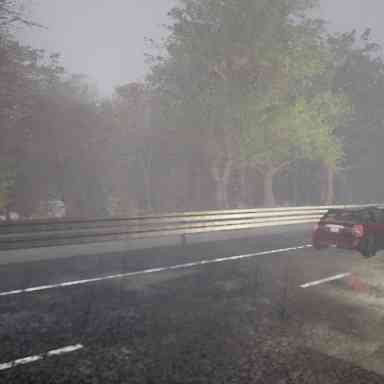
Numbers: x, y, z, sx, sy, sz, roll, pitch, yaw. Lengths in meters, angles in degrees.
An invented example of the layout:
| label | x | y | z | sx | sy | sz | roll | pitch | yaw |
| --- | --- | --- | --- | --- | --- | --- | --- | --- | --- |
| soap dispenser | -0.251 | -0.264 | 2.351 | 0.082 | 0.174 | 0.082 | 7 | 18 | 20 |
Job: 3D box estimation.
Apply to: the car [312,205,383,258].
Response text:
| label | x | y | z | sx | sy | sz | roll | pitch | yaw |
| --- | --- | --- | --- | --- | --- | --- | --- | --- | --- |
| car | 6.740 | 1.349 | 12.952 | 4.553 | 1.767 | 2.097 | 0 | 0 | -36 |
